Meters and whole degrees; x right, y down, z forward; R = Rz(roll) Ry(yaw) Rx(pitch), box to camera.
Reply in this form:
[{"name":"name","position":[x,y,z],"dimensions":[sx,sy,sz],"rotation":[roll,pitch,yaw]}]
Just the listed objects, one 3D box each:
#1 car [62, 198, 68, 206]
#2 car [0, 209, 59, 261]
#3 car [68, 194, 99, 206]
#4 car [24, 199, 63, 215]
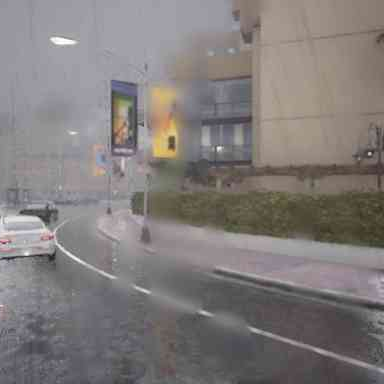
[{"name":"car","position":[-21.549,1.722,56.766],"dimensions":[1.895,1.301,4.718],"rotation":[0,0,13]},{"name":"car","position":[-6.028,1.550,11.685],"dimensions":[1.812,1.442,4.674],"rotation":[0,0,-32]},{"name":"car","position":[-18.023,1.343,56.484],"dimensions":[2.150,2.045,5.566],"rotation":[0,0,14]},{"name":"car","position":[-11.037,1.528,24.258],"dimensions":[1.882,1.535,5.008],"rotation":[0,0,-13]}]
